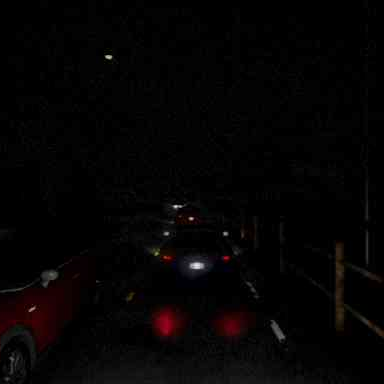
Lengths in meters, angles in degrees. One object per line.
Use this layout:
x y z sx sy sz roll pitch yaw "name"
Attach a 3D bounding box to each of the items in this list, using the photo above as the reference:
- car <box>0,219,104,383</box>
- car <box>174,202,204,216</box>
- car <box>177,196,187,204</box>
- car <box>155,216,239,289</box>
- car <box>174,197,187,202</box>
-2.823 1.371 4.754 2.097 1.767 4.553 0 0 0 "car"
-0.228 1.677 23.219 1.994 1.385 4.181 0 0 -5 "car"
-2.359 1.894 80.107 2.097 1.767 4.553 0 -1 0 "car"
0.116 1.603 9.320 1.994 1.385 4.181 0 0 0 "car"
-2.455 1.971 64.847 1.994 1.385 4.181 0 -1 1 "car"
